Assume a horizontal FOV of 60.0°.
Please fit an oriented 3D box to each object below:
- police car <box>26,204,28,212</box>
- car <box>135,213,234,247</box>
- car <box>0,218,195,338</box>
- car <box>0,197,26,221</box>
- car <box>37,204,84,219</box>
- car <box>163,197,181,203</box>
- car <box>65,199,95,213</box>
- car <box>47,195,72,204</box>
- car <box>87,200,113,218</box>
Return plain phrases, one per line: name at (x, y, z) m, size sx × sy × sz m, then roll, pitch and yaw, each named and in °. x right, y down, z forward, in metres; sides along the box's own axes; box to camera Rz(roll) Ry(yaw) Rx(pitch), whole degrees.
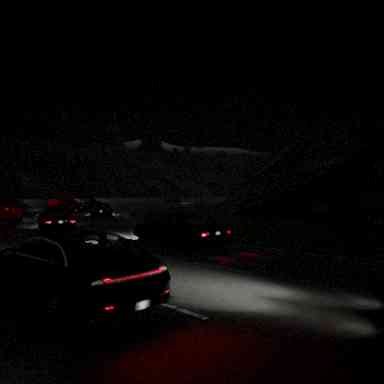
police car at (-21.449, 1.619, 39.755) m, size 1.930 × 1.638 × 5.238 m, roll 0°, pitch 0°, yaw -1°
car at (-0.571, 1.638, 14.665) m, size 2.033 × 1.411 × 5.357 m, roll 0°, pitch 0°, yaw -39°
car at (-2.508, 1.529, 6.796) m, size 4.902 × 1.511 × 2.128 m, roll 0°, pitch 0°, yaw 44°
car at (-13.596, 1.336, 23.812) m, size 2.150 × 2.045 × 5.566 m, roll 0°, pitch 0°, yaw -21°
car at (-8.132, 1.652, 19.888) m, size 2.033 × 1.411 × 5.357 m, roll 0°, pitch 0°, yaw -27°
car at (-4.677, 1.834, 77.667) m, size 4.181 × 1.385 × 1.994 m, roll 0°, pitch 0°, yaw -40°
car at (-13.125, 1.815, 39.827) m, size 1.895 × 1.301 × 4.718 m, roll 0°, pitch 0°, yaw -1°
car at (-20.210, 1.495, 51.868) m, size 2.150 × 2.045 × 5.566 m, roll 0°, pitch 0°, yaw 12°
car at (-8.822, 1.745, 32.700) m, size 1.994 × 1.385 × 4.181 m, roll 0°, pitch 0°, yaw -12°
